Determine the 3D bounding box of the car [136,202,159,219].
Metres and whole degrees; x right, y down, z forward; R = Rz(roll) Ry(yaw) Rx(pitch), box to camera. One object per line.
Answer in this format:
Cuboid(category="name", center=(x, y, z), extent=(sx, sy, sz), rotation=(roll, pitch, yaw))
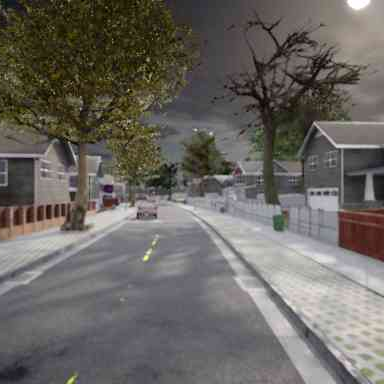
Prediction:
Cuboid(category="car", center=(-4.077, 1.688, 30.839), extent=(1.812, 1.442, 4.674), rotation=(0, -1, -4))
